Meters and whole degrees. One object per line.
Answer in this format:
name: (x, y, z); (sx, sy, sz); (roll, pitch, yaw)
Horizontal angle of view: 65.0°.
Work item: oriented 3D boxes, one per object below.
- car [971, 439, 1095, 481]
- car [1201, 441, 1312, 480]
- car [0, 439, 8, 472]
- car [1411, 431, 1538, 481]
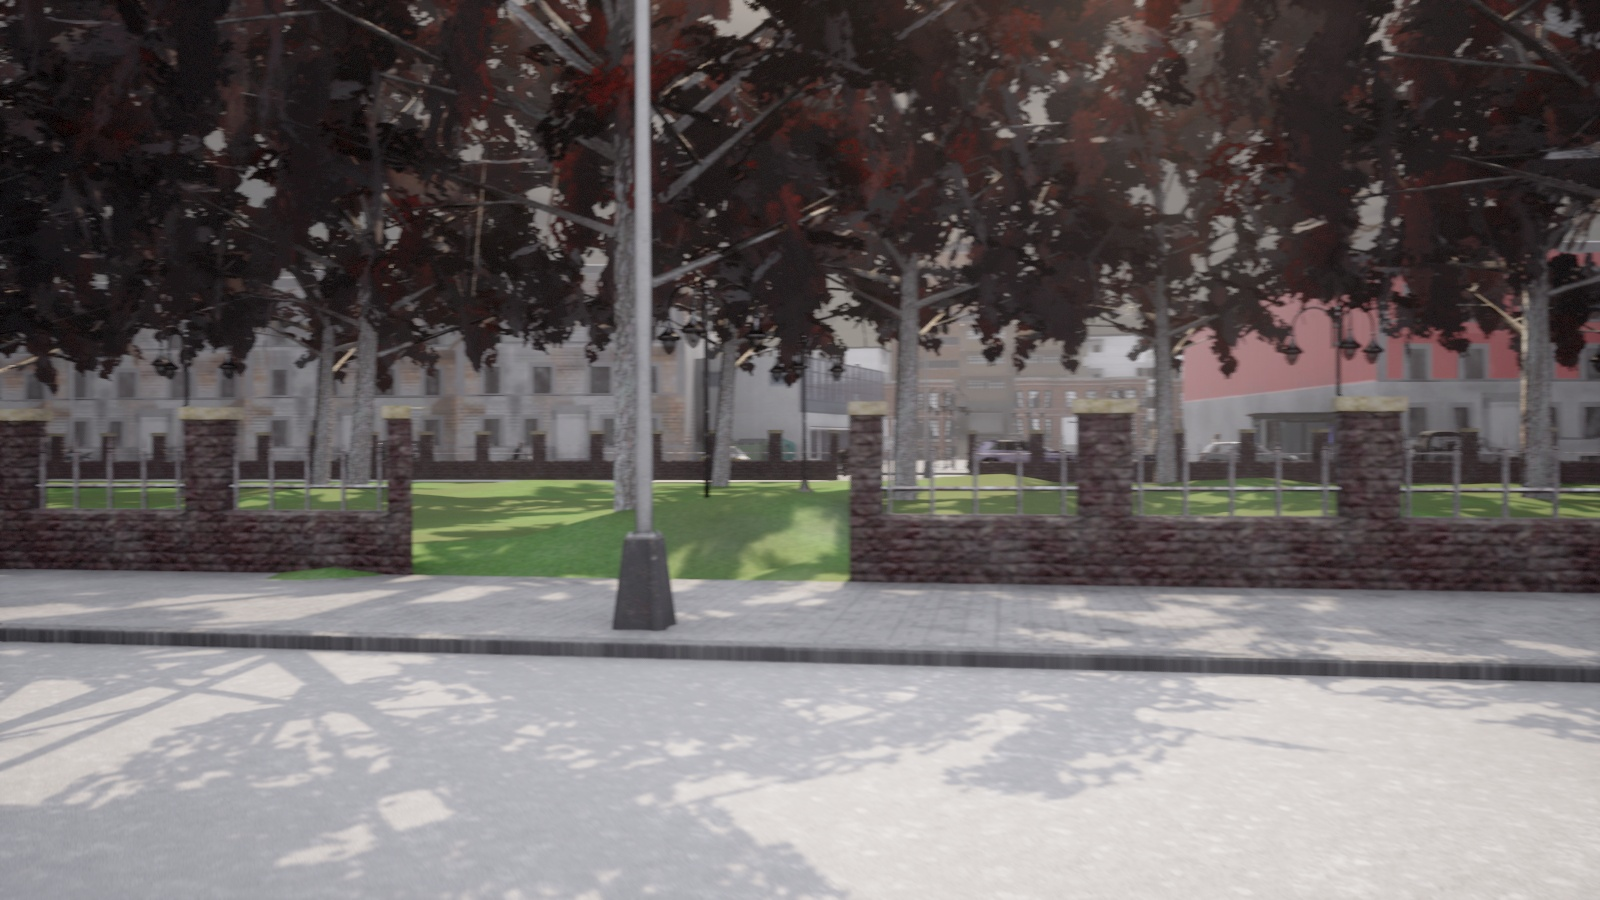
car: (9.377, 0.371, 50.771); (4.856, 1.649, 2.033); (0, 0, 10)
car: (17.875, 0.400, 49.312); (3.806, 1.475, 1.970); (0, 0, 10)
car: (-43.172, 0.299, 63.806); (4.611, 1.667, 2.242); (0, 0, 10)
car: (25.706, 0.225, 47.965); (3.866, 1.878, 1.905); (0, 0, 10)
